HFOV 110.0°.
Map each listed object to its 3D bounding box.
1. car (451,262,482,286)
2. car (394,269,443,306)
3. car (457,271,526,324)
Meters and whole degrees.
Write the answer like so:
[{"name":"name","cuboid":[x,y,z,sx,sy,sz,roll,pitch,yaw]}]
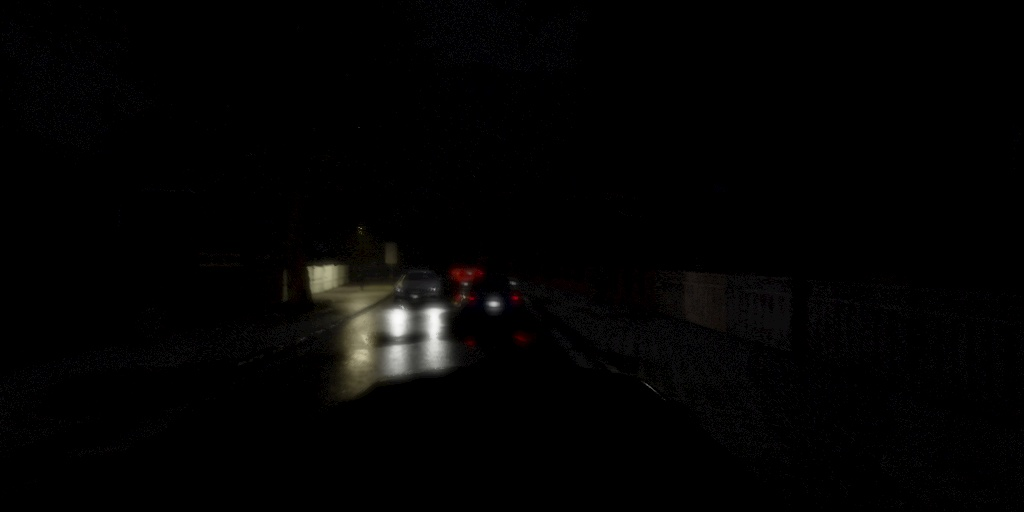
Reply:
[{"name":"car","cuboid":[-3.430,1.250,27.154,2.097,1.767,4.553,0,0,-14]},{"name":"car","cuboid":[-4.230,1.367,16.688,1.812,1.442,4.674,0,0,-9]},{"name":"car","cuboid":[-0.732,1.381,12.404,1.994,1.385,4.181,0,0,-6]}]
